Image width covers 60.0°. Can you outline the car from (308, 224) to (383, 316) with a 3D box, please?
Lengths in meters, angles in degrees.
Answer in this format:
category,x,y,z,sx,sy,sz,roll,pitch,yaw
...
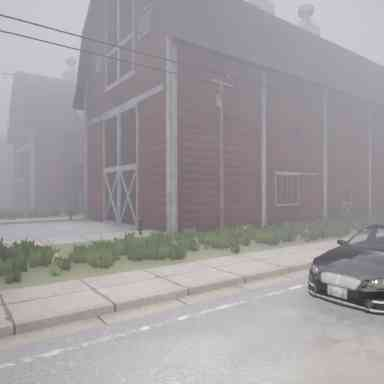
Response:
category,x,y,z,sx,sy,sz,roll,pitch,yaw
car,4.521,1.464,7.216,4.902,1.511,2.128,0,0,-36
